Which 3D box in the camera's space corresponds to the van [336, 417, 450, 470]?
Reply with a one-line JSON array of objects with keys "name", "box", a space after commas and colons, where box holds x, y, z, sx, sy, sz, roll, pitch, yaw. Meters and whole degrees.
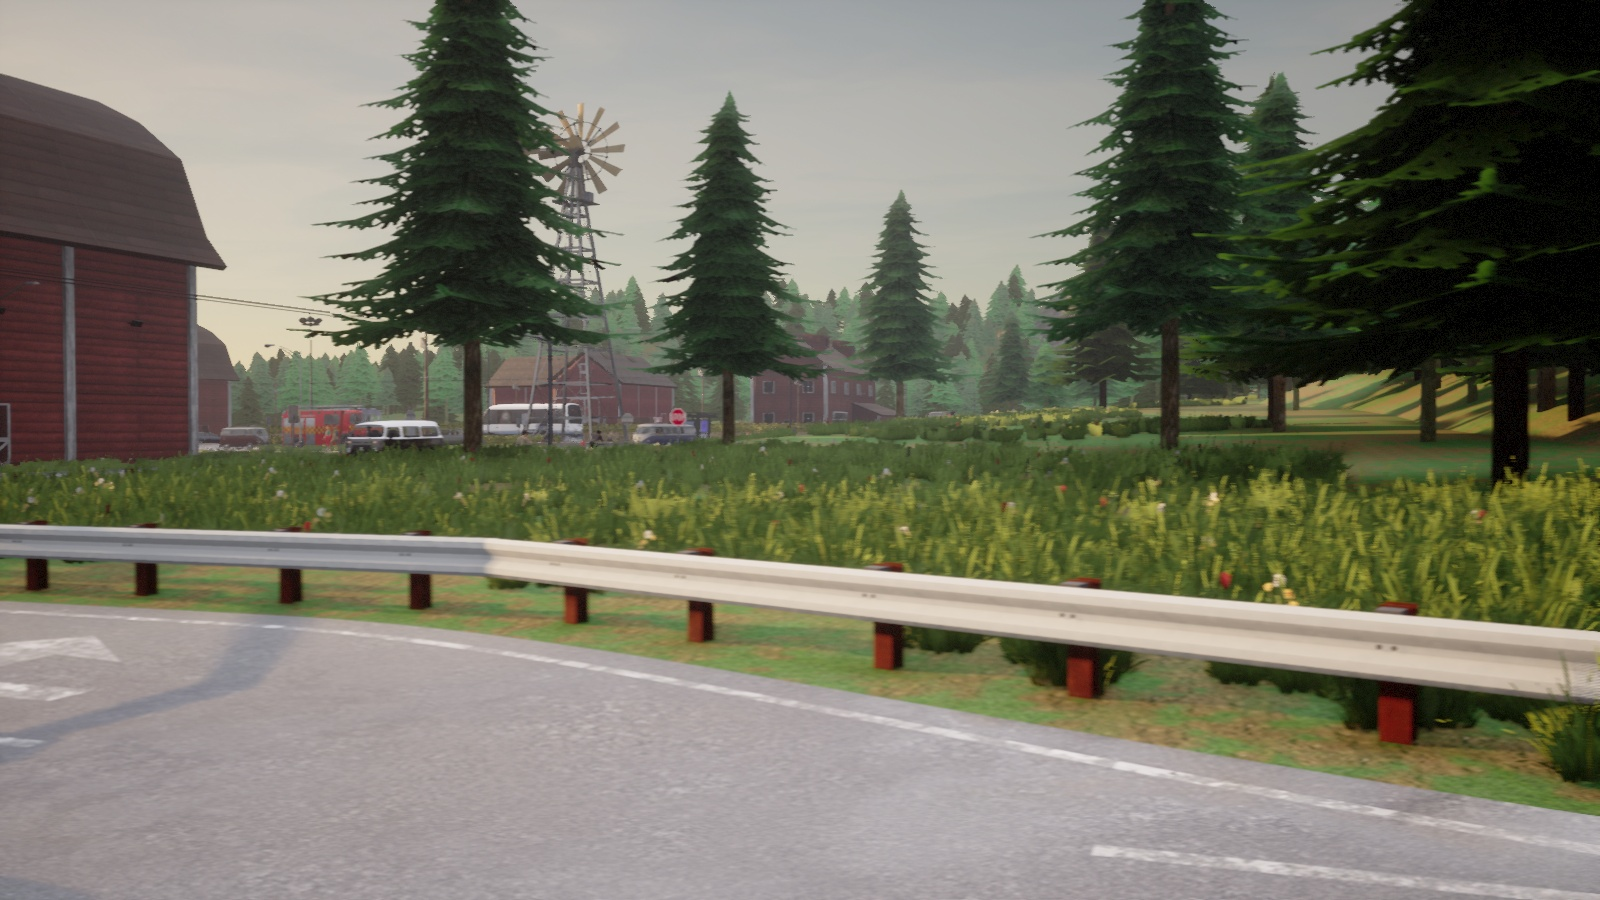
[{"name": "van", "box": [-16.306, -0.297, 50.599, 2.069, 2.038, 4.480, 1, 1, 19]}]

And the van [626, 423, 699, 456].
[{"name": "van", "box": [-8.322, -0.653, 76.418, 1.775, 1.987, 4.442, 1, 2, 39]}]
